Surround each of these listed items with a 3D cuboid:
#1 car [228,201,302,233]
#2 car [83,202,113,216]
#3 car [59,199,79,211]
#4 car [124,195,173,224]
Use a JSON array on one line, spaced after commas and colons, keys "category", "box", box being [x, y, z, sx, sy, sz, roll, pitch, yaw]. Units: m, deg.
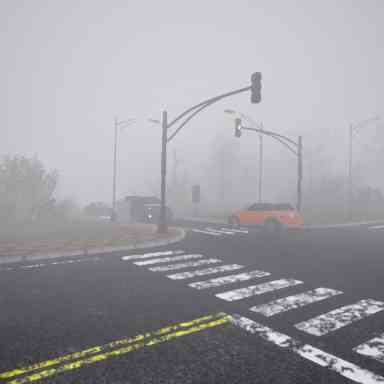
[{"category": "car", "box": [4.255, 1.421, 20.122, 2.097, 1.767, 4.553, 2, -3, -37]}, {"category": "car", "box": [-9.496, 1.699, 33.779, 1.994, 1.385, 4.181, 2, -2, -37]}, {"category": "car", "box": [-16.107, 1.685, 43.194, 1.882, 1.535, 5.008, 2, -1, -34]}, {"category": "car", "box": [-3.607, 1.300, 25.818, 2.150, 2.045, 5.566, 2, -2, -35]}]
